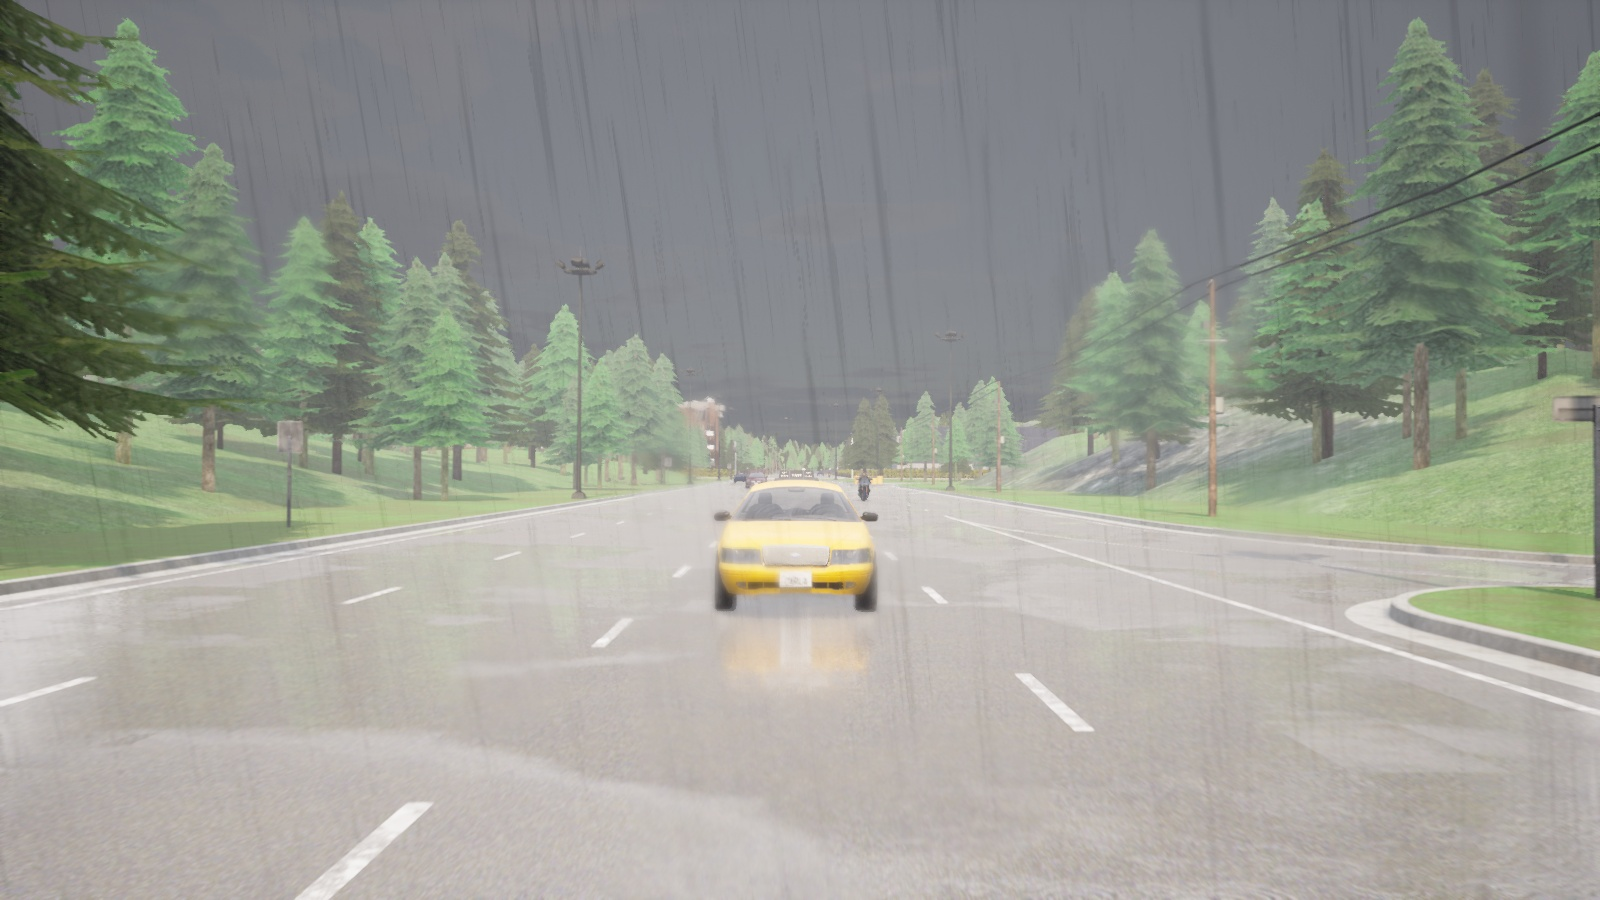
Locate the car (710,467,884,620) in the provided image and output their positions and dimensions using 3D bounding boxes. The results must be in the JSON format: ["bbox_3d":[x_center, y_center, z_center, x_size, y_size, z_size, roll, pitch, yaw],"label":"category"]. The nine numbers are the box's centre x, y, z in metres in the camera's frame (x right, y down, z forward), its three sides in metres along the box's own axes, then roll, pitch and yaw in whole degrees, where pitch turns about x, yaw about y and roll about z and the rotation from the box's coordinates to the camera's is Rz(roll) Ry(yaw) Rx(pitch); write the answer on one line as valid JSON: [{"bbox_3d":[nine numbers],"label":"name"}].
[{"bbox_3d":[-0.038,1.017,15.719,1.801,1.575,5.366,0,-1,0],"label":"car"}]

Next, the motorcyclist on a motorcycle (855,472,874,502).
[{"bbox_3d":[3.342,1.927,65.185,0.866,1.530,2.191,0,-1,0],"label":"motorcyclist on a motorcycle"}]
